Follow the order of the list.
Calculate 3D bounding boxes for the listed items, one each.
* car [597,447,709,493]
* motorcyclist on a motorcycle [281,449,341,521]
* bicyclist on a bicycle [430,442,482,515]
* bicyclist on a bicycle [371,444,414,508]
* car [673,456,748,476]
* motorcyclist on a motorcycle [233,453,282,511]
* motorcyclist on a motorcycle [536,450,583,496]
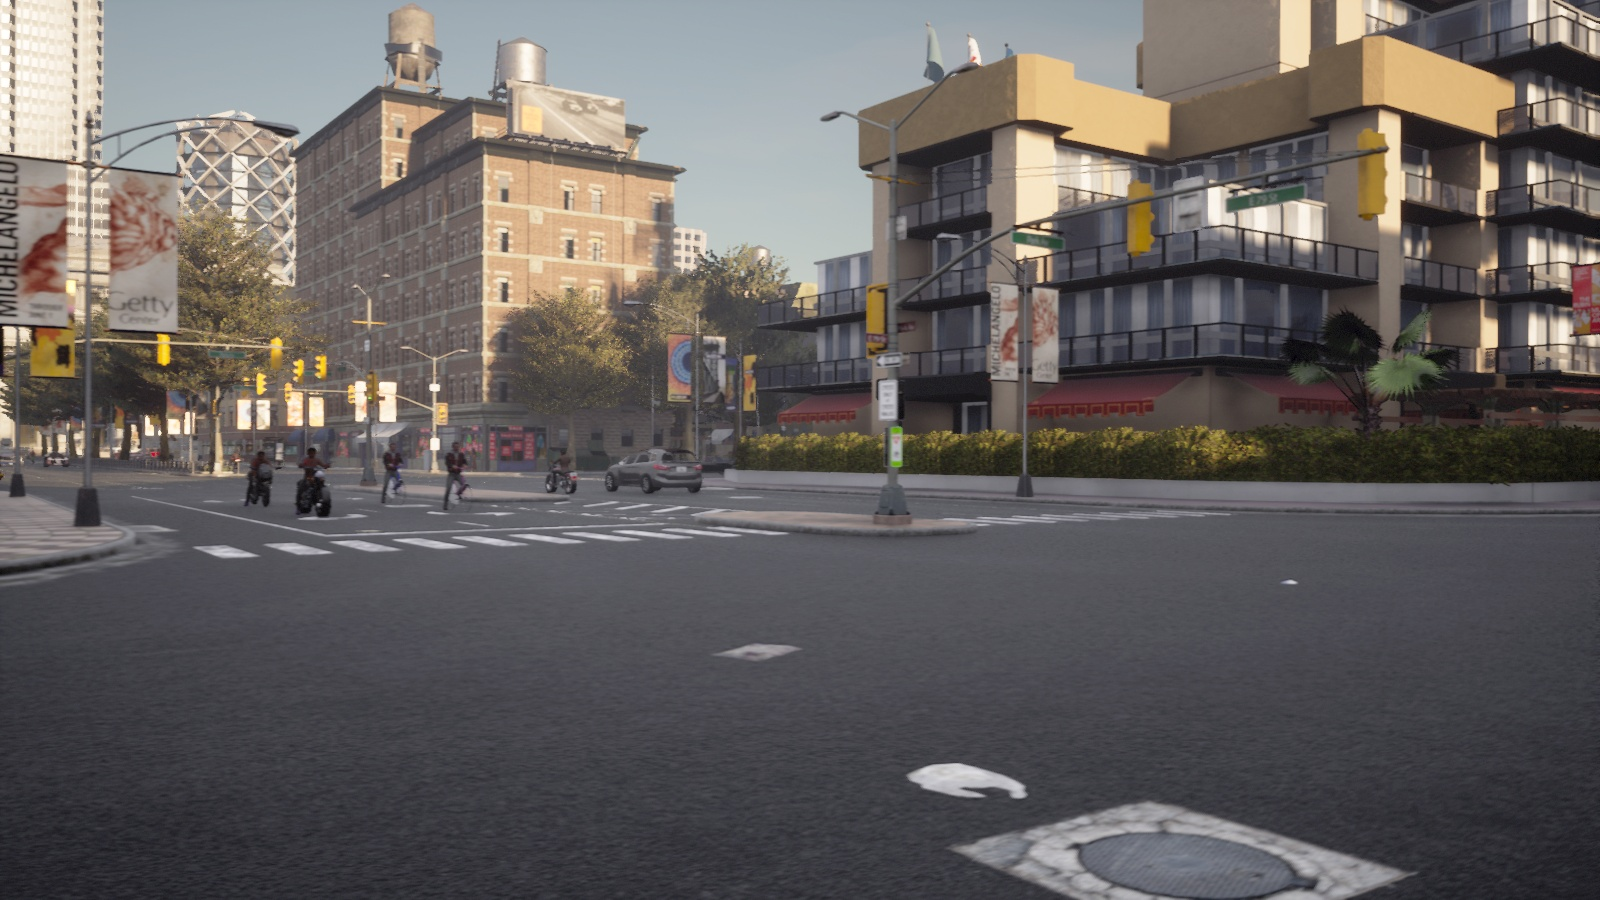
[{"bbox_3d":[-5.591,0.716,47.172,2.242,1.667,4.611,0,0,-35],"label":"car"},{"bbox_3d":[-11.555,0.792,29.648,0.766,1.649,2.350,0,0,-35],"label":"motorcyclist on a motorcycle"},{"bbox_3d":[-8.669,0.711,31.630,0.659,1.776,1.843,0,0,-35],"label":"bicyclist on a bicycle"},{"bbox_3d":[-11.622,0.728,35.796,0.659,1.776,1.843,0,0,-35],"label":"bicyclist on a bicycle"},{"bbox_3d":[-5.952,1.063,83.725,4.718,1.301,1.895,0,0,-36],"label":"car"},{"bbox_3d":[-14.796,0.842,34.222,0.797,1.523,2.044,0,0,-35],"label":"motorcyclist on a motorcycle"},{"bbox_3d":[-8.754,0.825,45.585,0.766,1.649,2.350,0,0,-35],"label":"motorcyclist on a motorcycle"}]
